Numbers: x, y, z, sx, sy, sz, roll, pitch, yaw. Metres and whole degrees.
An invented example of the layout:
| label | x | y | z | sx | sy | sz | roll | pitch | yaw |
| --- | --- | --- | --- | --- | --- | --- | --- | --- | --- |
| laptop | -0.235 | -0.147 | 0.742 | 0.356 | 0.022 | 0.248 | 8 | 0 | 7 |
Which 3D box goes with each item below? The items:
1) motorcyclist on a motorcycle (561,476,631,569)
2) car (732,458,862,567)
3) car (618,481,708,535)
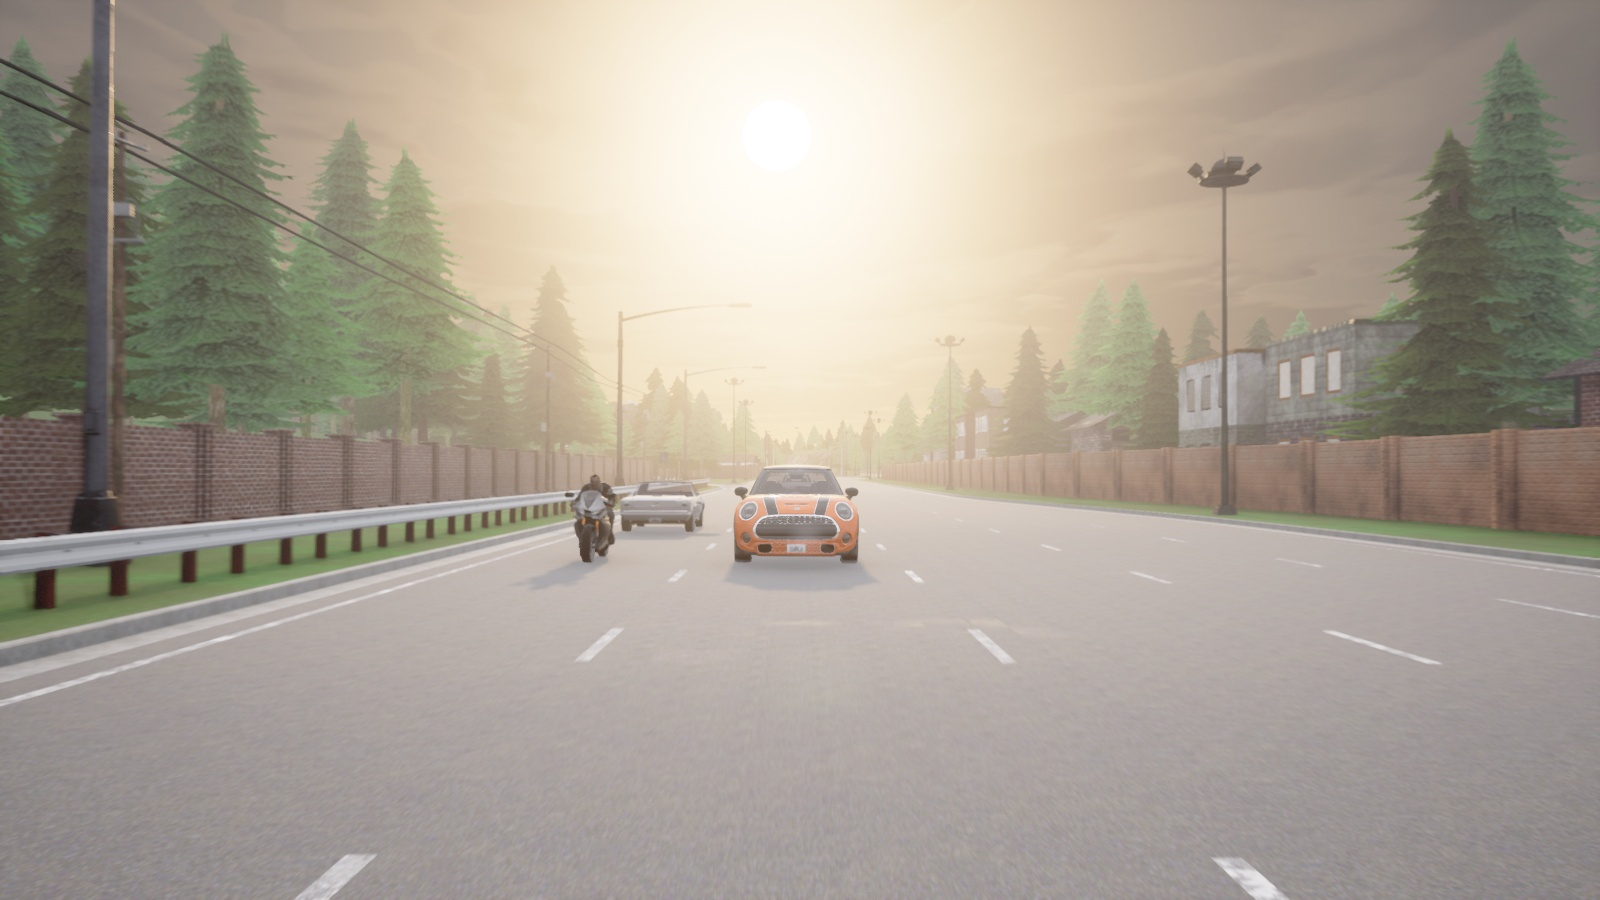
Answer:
| label | x | y | z | sx | sy | sz | roll | pitch | yaw |
| --- | --- | --- | --- | --- | --- | --- | --- | --- | --- |
| motorcyclist on a motorcycle | -3.554 | 1.232 | 22.059 | 0.866 | 1.530 | 2.191 | 0 | -1 | 0 |
| car | -0.056 | 1.050 | 22.617 | 2.097 | 1.767 | 4.553 | 0 | -1 | 0 |
| car | -3.581 | 1.488 | 33.502 | 1.895 | 1.301 | 4.718 | 0 | -1 | 0 |
